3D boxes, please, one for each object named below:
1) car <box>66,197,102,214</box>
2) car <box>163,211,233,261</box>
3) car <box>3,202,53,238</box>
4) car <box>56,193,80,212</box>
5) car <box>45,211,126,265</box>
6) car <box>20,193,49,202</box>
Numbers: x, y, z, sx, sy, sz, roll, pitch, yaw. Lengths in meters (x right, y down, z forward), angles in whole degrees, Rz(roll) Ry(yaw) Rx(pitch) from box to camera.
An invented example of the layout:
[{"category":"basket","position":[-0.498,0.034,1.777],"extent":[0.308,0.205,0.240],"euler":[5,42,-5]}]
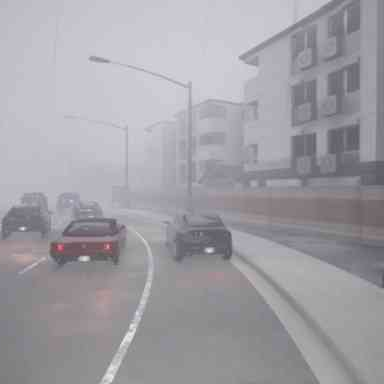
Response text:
[{"category":"car","position":[-7.641,1.404,24.038],"extent":[2.128,1.511,4.902],"euler":[0,0,-24]},{"category":"car","position":[0.109,1.476,12.291],"extent":[1.837,1.490,4.892],"euler":[0,0,-10]},{"category":"car","position":[-8.417,1.426,17.193],"extent":[1.837,1.490,4.892],"euler":[1,-1,-20]},{"category":"car","position":[-13.387,1.082,36.154],"extent":[2.150,2.045,5.566],"euler":[0,0,-26]},{"category":"car","position":[-3.319,1.560,11.513],"extent":[1.895,1.301,4.718],"euler":[0,0,-8]},{"category":"car","position":[-14.400,1.089,30.422],"extent":[2.150,2.045,5.566],"euler":[0,0,-25]}]
